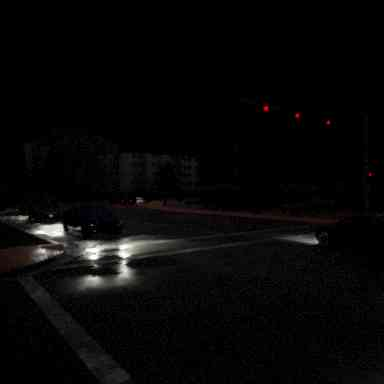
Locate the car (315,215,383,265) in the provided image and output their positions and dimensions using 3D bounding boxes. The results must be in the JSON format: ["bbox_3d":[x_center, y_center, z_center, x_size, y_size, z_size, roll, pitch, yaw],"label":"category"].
[{"bbox_3d":[6.156,1.503,11.432,2.033,1.411,5.357,0,0,-3],"label":"car"}]

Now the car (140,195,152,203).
[{"bbox_3d":[-9.383,1.374,65.224,2.128,1.511,4.902,0,0,17],"label":"car"}]

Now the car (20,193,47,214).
[{"bbox_3d":[-16.795,1.195,35.170,2.150,2.045,5.566,0,0,-23],"label":"car"}]

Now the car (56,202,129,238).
[{"bbox_3d":[-5.446,1.455,17.902,1.882,1.535,5.008,0,0,-38],"label":"car"}]

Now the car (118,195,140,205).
[{"bbox_3d":[-10.428,1.509,55.301,1.895,1.301,4.718,0,0,0],"label":"car"}]

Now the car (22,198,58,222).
[{"bbox_3d":[-11.626,1.470,26.190,2.128,1.511,4.902,0,0,-35],"label":"car"}]

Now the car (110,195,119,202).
[{"bbox_3d":[-13.517,1.254,62.364,2.097,1.767,4.553,0,0,10],"label":"car"}]

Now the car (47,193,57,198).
[{"bbox_3d":[-20.310,1.181,46.459,2.150,2.045,5.566,0,0,-10],"label":"car"}]
